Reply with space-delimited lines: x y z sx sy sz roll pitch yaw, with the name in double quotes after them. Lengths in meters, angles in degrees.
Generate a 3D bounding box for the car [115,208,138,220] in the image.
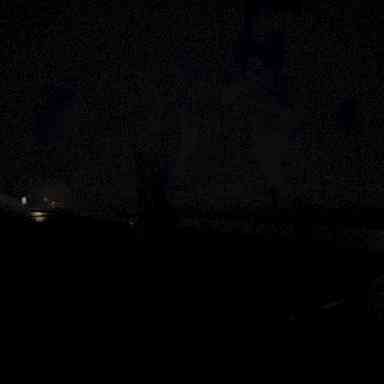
-7.598 2.609 40.240 1.895 1.301 4.718 -3 0 -35 "car"
